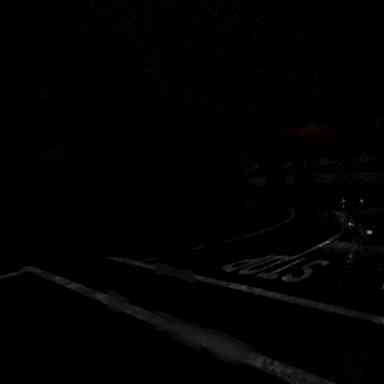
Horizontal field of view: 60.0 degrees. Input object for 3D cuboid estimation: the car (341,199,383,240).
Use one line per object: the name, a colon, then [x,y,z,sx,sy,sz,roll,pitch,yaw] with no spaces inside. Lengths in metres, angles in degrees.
car: [8.099,1.246,14.878,1.812,1.442,4.674,0,1,32]

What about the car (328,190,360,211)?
car: [13.984,0.759,30.358,2.097,1.767,4.553,0,1,8]
